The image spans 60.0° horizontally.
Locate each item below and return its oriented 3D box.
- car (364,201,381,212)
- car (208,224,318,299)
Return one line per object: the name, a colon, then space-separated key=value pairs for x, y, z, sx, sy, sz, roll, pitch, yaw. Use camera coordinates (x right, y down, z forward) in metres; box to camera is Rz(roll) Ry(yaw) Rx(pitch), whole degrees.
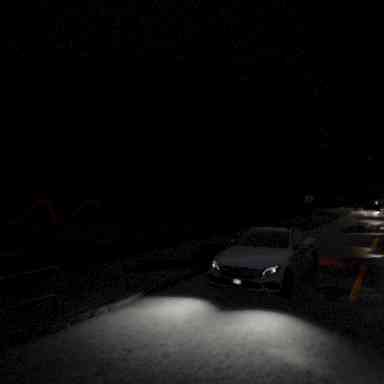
car: x=24.578 y=1.911 z=45.250 sx=2.033 sy=1.411 sz=5.357 roll=-2 pitch=-1 yaw=32
car: x=2.177 y=1.652 z=9.109 sx=1.812 sy=1.442 sz=4.674 roll=-2 pitch=-1 yaw=32
